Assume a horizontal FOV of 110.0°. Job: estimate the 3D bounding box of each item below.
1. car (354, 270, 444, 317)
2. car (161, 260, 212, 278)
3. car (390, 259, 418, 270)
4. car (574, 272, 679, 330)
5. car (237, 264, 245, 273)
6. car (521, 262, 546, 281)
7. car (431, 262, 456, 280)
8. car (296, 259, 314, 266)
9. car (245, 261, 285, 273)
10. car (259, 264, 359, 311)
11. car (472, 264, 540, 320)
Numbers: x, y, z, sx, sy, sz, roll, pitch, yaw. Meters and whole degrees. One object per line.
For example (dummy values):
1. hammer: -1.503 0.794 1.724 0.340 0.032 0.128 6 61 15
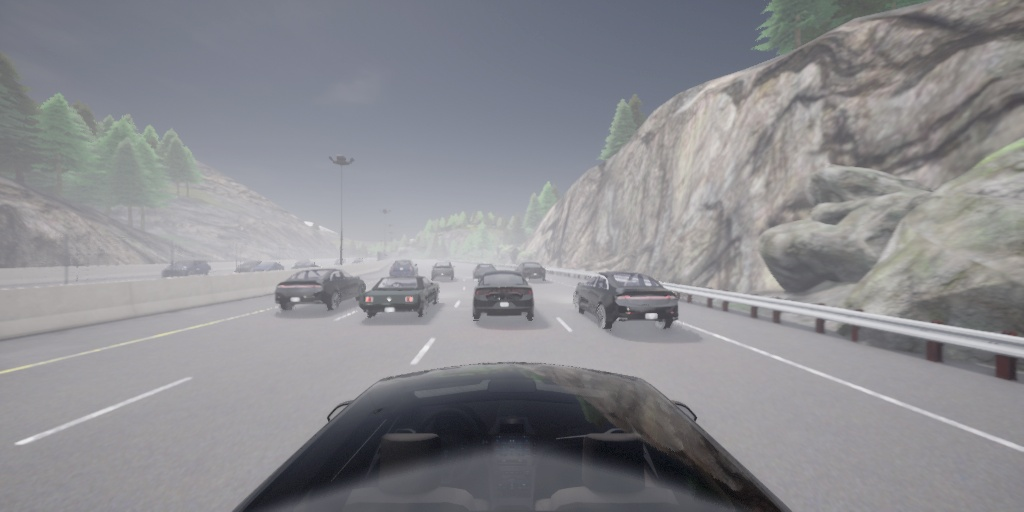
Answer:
1. car: -3.868 1.355 13.194 1.895 1.301 4.718 0 0 -3
2. car: -31.837 1.157 35.224 2.097 1.767 4.553 0 0 -12
3. car: -9.756 1.113 32.609 2.097 1.767 4.553 0 0 -9
4. car: 3.231 1.232 11.046 2.128 1.511 4.902 0 0 -3
5. car: -29.570 1.302 41.021 1.837 1.490 4.892 0 1 -14
6. car: 1.404 1.216 29.378 1.882 1.535 5.008 0 0 -8
7. car: -5.953 1.245 31.123 2.128 1.511 4.902 0 0 -9
8. car: -21.655 1.348 37.787 1.994 1.385 4.181 0 0 -12
9. car: -25.061 1.317 37.014 1.812 1.442 4.674 0 0 -12
10. car: -7.496 1.253 14.535 2.128 1.511 4.902 0 0 -4
11. car: -0.355 1.225 12.681 1.882 1.535 5.008 0 0 -3
